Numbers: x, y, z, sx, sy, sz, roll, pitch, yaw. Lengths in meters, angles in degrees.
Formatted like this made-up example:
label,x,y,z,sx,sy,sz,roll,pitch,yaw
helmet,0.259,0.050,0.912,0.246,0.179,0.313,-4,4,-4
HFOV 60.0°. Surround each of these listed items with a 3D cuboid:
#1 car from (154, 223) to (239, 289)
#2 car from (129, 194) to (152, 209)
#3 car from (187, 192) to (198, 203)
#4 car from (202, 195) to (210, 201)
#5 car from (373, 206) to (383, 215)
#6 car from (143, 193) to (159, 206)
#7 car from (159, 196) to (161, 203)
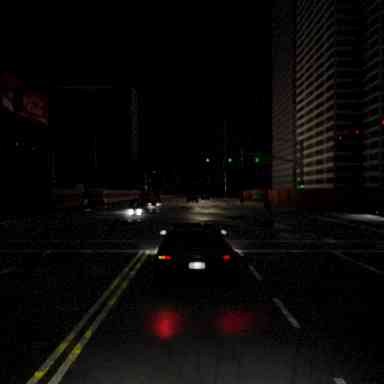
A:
label,x,y,z,sx,sy,sz,roll,pitch,yaw
car,0.053,1.548,9.153,1.994,1.385,4.181,0,0,-2
car,-7.112,1.414,44.293,2.128,1.511,4.902,0,0,0
car,0.075,1.104,67.281,2.150,2.045,5.566,0,0,0
car,3.454,1.380,83.728,2.128,1.511,4.902,0,0,0
car,19.699,1.494,30.642,5.357,1.411,2.033,0,0,0
car,-7.106,1.127,54.245,2.150,2.045,5.566,0,0,0
car,-7.042,1.392,64.609,1.837,1.490,4.892,0,0,0
